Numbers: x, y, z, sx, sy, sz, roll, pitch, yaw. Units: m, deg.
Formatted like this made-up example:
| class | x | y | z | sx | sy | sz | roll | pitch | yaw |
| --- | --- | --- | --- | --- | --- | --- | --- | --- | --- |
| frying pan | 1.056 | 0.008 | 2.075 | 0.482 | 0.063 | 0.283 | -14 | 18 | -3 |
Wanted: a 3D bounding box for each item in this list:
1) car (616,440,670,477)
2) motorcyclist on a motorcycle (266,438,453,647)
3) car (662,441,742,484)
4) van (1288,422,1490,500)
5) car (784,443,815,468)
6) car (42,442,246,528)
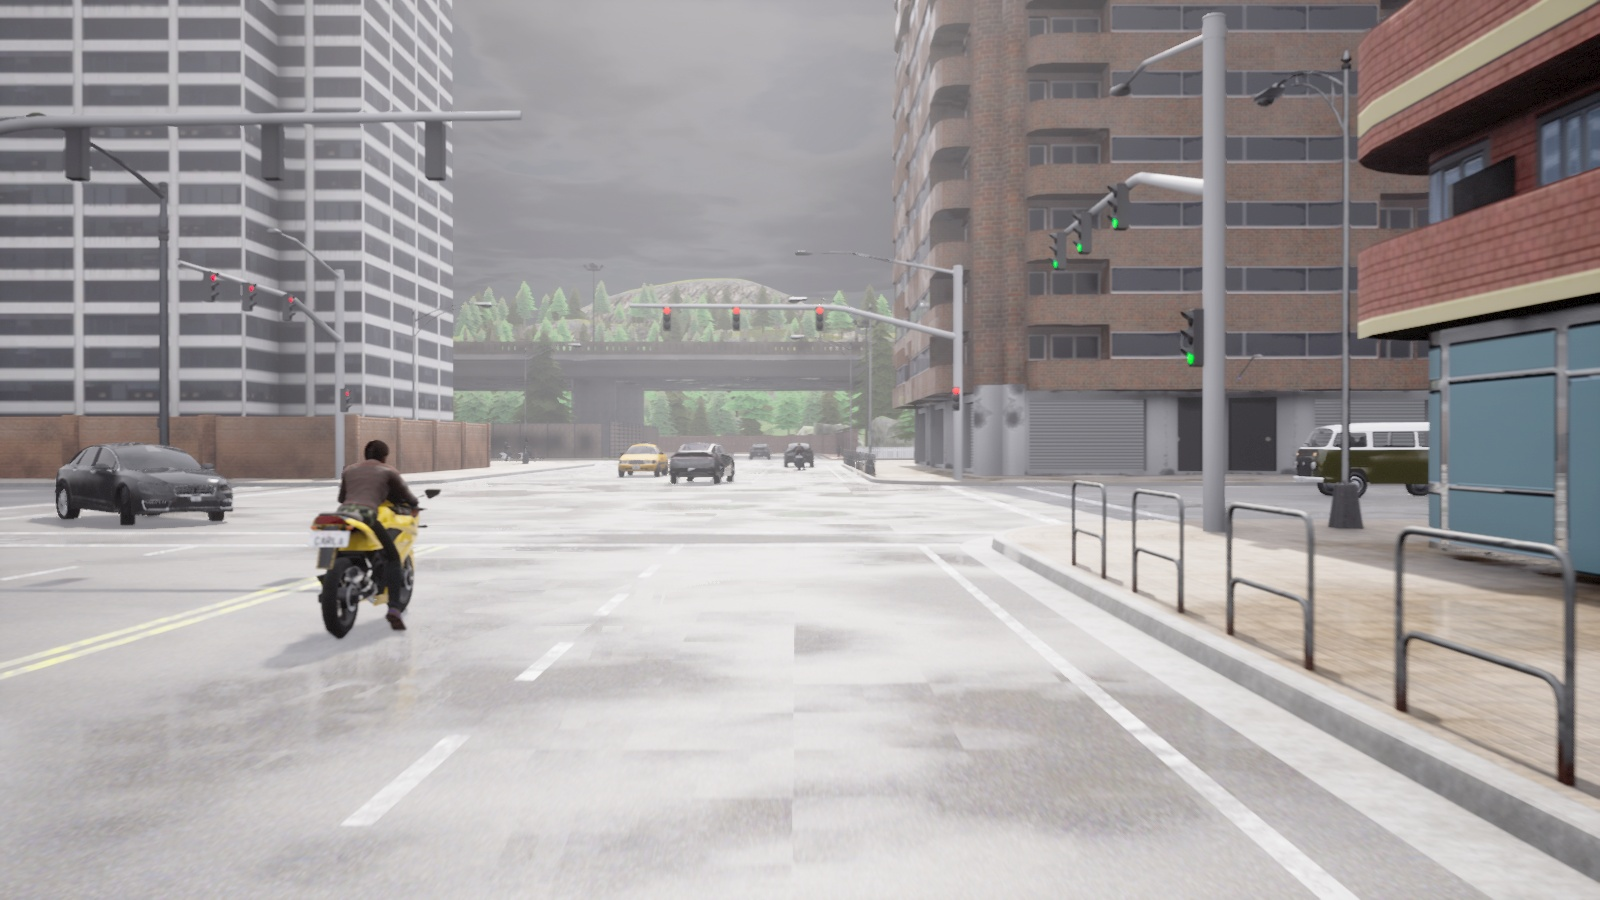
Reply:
| class | x | y | z | sx | sy | sz | roll | pitch | yaw |
| --- | --- | --- | --- | --- | --- | --- | --- | --- | --- |
| car | -7.023 | 0.360 | 56.713 | 1.801 | 1.575 | 5.366 | 0 | 0 | 0 |
| motorcyclist on a motorcycle | -3.491 | 0.669 | 10.162 | 0.797 | 1.523 | 2.044 | 0 | 0 | 0 |
| car | -3.600 | 0.435 | 46.987 | 2.128 | 1.511 | 4.902 | 0 | 0 | 6 |
| van | 15.863 | 0.290 | 33.992 | 4.480 | 2.038 | 2.069 | 0 | 0 | 0 |
| car | -0.036 | 0.311 | 78.077 | 1.837 | 1.490 | 4.892 | 0 | 0 | 0 |
| car | -12.683 | 0.606 | 24.134 | 4.892 | 1.490 | 1.837 | 0 | 0 | 42 |
